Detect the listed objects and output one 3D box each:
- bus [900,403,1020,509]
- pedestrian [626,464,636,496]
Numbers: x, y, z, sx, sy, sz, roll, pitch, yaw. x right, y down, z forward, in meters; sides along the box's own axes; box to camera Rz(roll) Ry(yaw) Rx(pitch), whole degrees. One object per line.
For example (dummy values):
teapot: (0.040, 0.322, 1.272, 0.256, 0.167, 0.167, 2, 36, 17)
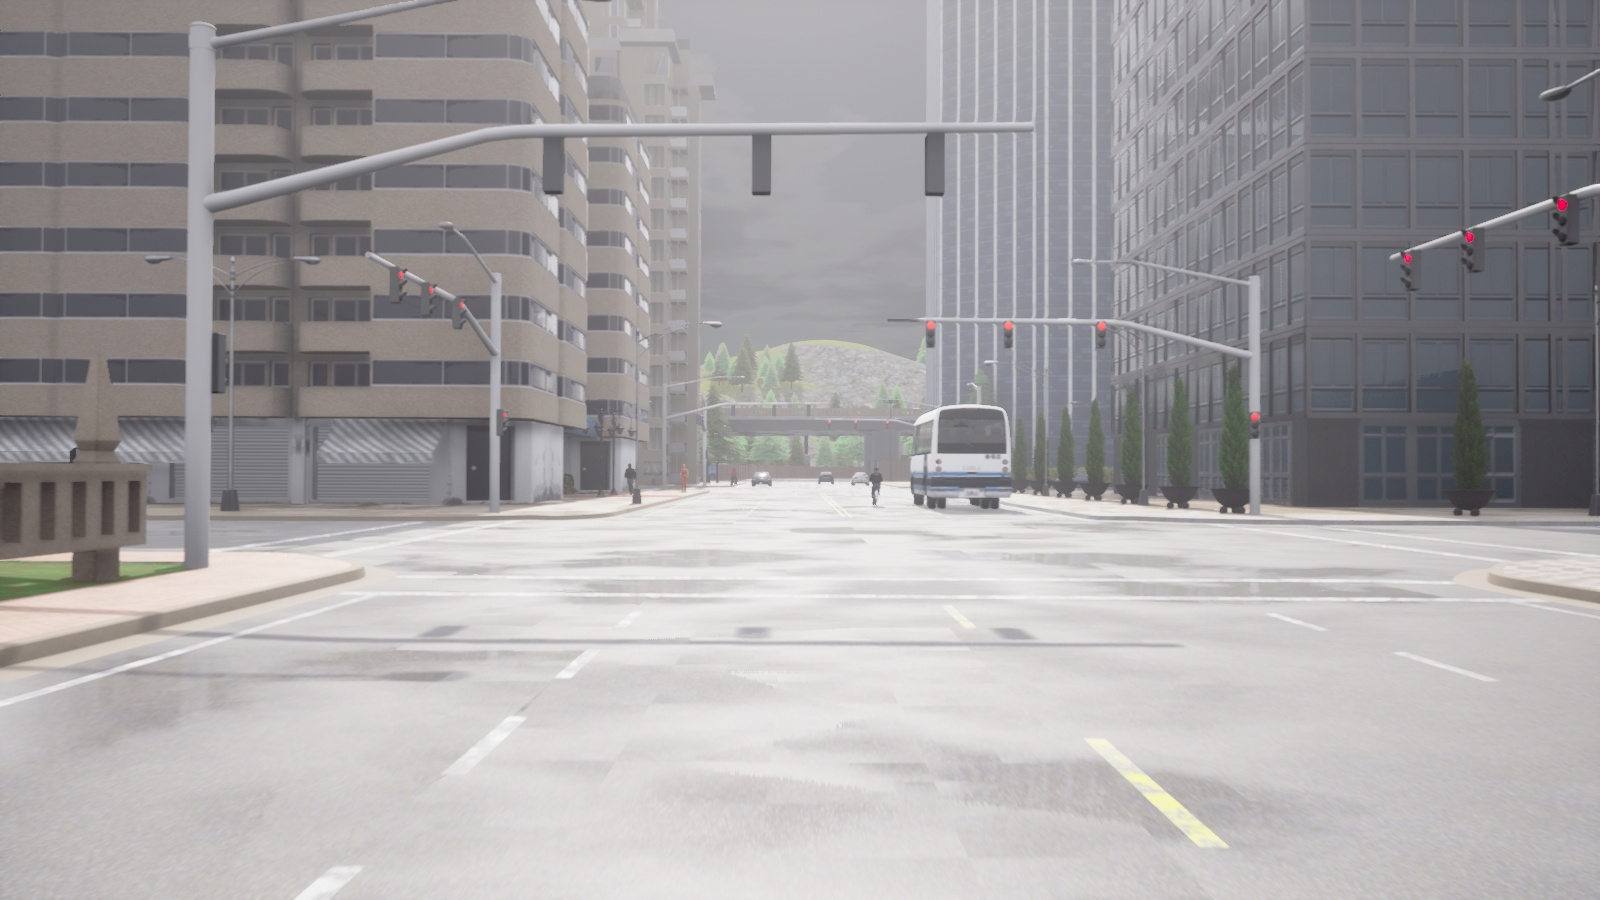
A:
bus: (6.862, 0.343, 55.704, 3.944, 4.253, 10.273, 0, -1, 0)
pedestrian: (-9.656, 1.713, 71.768, 0.431, 1.840, 0.703, 0, -1, -1)
